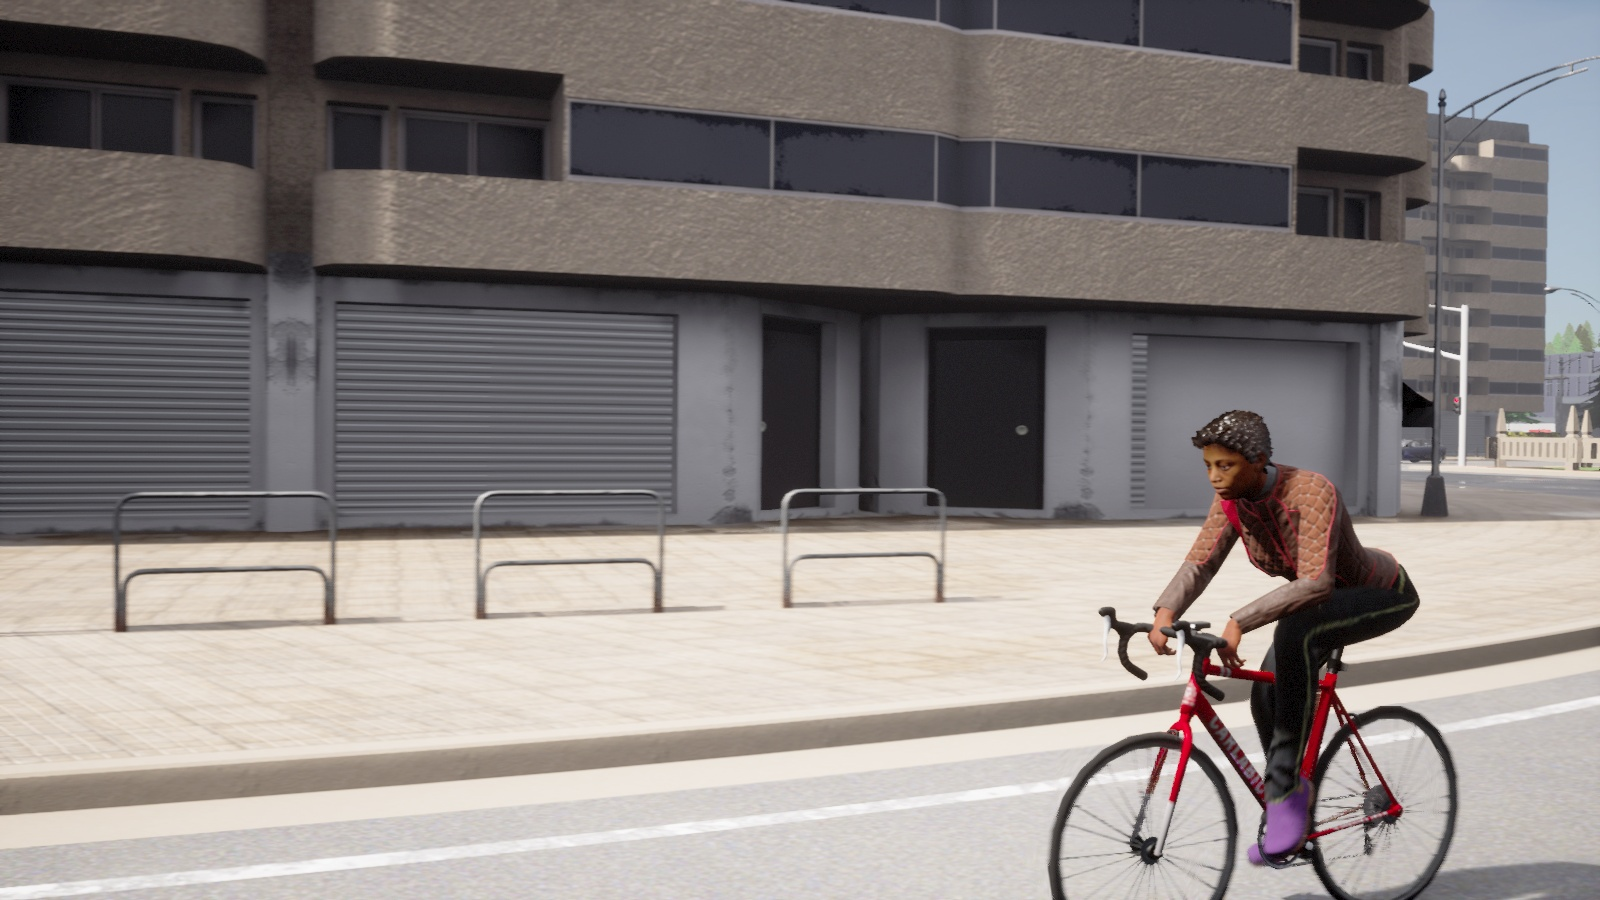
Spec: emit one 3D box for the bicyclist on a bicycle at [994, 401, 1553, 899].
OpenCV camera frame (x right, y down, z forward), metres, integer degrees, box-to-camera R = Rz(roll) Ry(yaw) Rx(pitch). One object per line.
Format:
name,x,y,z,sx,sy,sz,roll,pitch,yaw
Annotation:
bicyclist on a bicycle,1.474,0.673,3.863,1.656,1.620,0.582,-1,1,-24

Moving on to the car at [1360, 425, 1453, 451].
car,35.838,-0.728,74.179,4.792,1.488,2.163,-1,1,-18
